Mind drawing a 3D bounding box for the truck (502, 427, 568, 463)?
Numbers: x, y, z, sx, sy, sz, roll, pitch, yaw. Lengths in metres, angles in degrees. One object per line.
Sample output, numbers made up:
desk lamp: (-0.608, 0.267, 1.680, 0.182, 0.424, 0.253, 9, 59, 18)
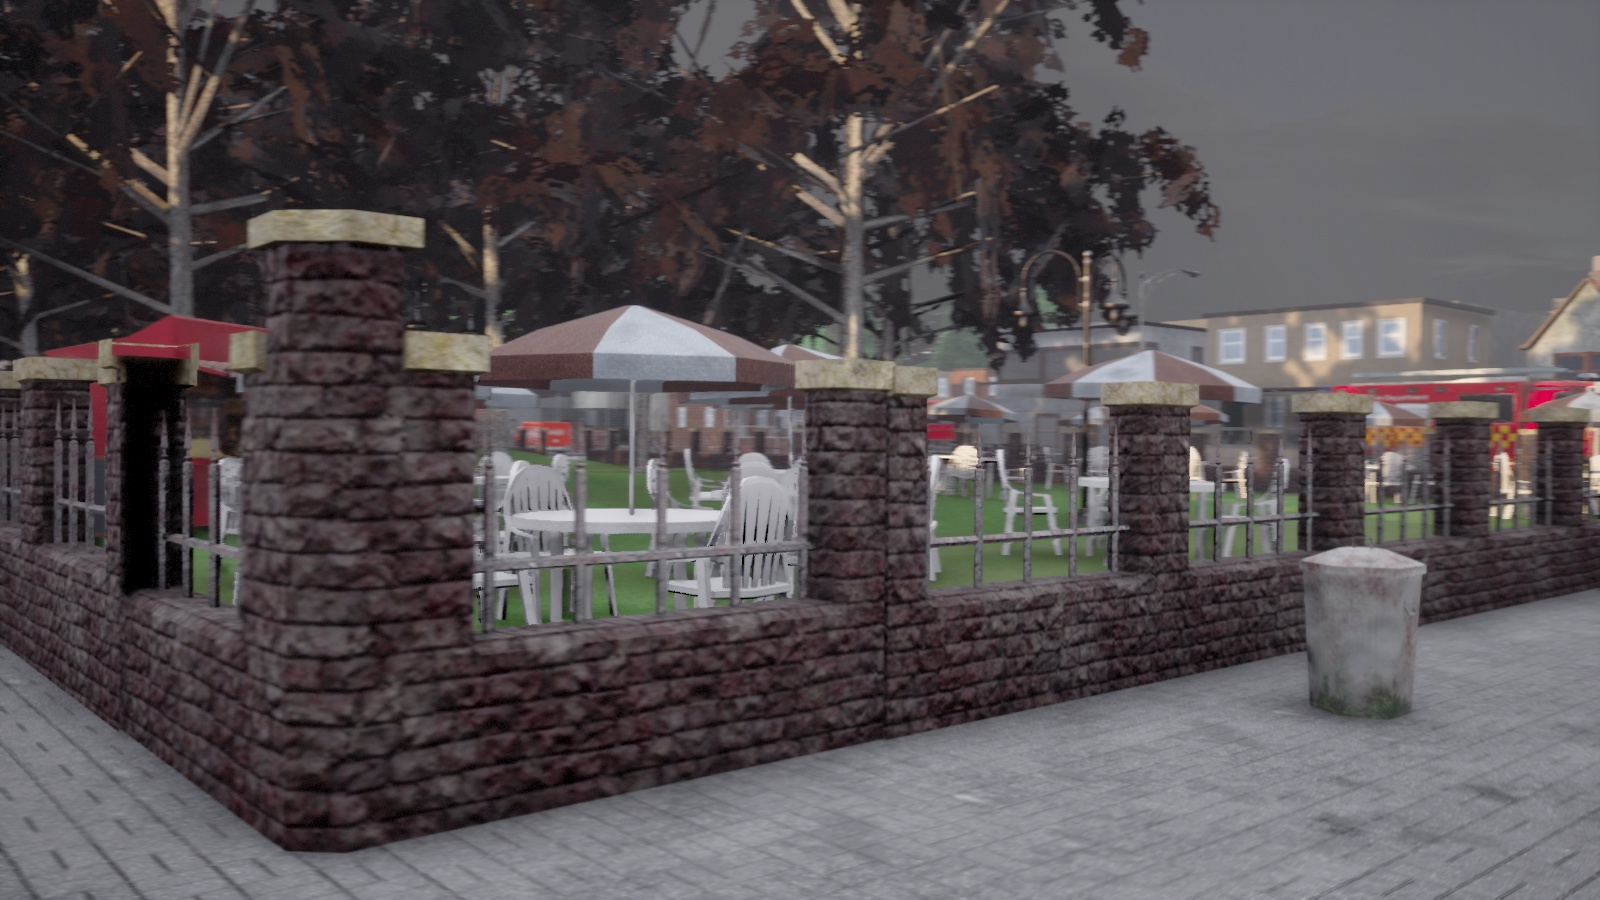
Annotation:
truck: (-19.120, -0.394, 90.435, 2.627, 2.467, 5.204, -1, 1, -38)

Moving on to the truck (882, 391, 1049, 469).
truck: (7.743, -0.910, 59.792, 2.891, 3.462, 7.936, -1, 1, -41)

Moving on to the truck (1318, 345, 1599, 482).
truck: (20.790, -1.035, 38.733, 2.891, 3.827, 8.468, -1, 1, -42)
